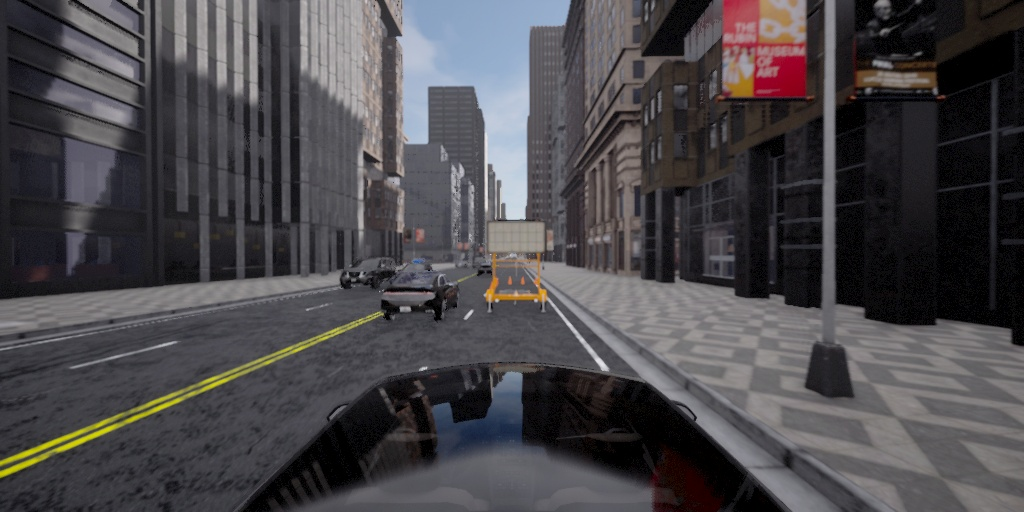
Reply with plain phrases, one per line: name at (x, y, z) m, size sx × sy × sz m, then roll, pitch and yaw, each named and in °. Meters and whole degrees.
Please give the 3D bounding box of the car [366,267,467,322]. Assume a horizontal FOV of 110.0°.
car at (-3.051, 1.322, 12.748) m, size 2.128 × 1.511 × 4.902 m, roll 0°, pitch 0°, yaw 0°

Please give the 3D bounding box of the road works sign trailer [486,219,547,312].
road works sign trailer at (0.184, 0.297, 14.695) m, size 2.380 × 3.560 × 2.880 m, roll 0°, pitch 0°, yaw 1°

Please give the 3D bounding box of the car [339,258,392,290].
car at (-9.654, 1.132, 24.677) m, size 2.150 × 2.045 × 5.566 m, roll 0°, pitch 0°, yaw 0°

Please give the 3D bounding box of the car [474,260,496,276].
car at (-2.825, 1.465, 40.829) m, size 1.837 × 1.490 × 4.892 m, roll 0°, pitch 0°, yaw 0°

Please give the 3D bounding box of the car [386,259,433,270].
car at (-6.408, 1.250, 23.954) m, size 2.097 × 1.767 × 4.553 m, roll 0°, pitch 0°, yaw 0°
